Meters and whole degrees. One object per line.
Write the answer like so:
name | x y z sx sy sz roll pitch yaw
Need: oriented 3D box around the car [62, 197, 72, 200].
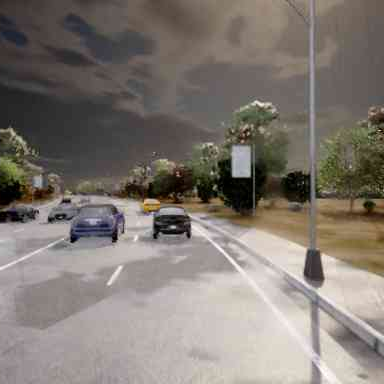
car | -24.758 1.642 65.741 1.895 1.301 4.718 0 0 -19

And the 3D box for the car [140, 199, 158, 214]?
car | -4.512 1.501 36.021 1.882 1.535 5.008 0 0 -13

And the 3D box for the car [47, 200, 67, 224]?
car | -9.616 1.589 25.430 1.994 1.385 4.181 0 0 -10

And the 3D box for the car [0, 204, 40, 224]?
car | -13.099 1.631 25.184 1.895 1.301 4.718 0 0 -11

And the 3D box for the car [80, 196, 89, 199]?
car | -20.605 1.572 64.462 1.812 1.442 4.674 0 0 -19

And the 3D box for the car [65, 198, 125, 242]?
car | -4.561 1.367 16.637 2.097 1.767 4.553 0 0 -7

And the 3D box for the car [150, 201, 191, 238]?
car | -1.179 1.487 17.944 1.882 1.535 5.008 0 0 -7
